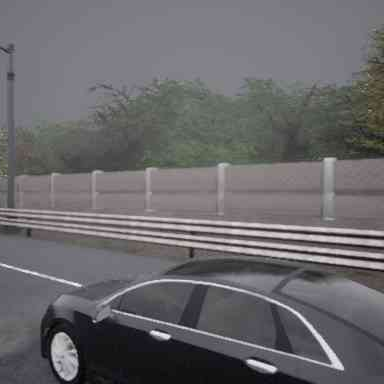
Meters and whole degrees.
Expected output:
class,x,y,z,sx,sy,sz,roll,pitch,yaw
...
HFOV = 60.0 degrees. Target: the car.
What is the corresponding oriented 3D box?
class,x,y,z,sx,sy,sz,roll,pitch,yaw
car,0.248,1.503,3.692,4.892,1.490,1.837,0,0,36
